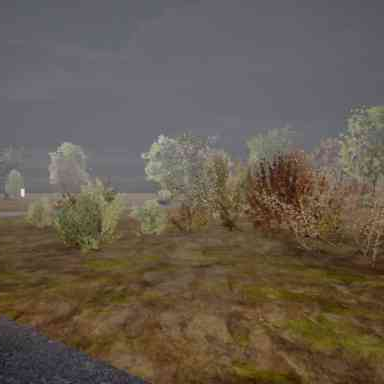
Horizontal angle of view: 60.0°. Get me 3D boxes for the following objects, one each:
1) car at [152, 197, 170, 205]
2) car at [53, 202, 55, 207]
[{"bbox_3d":[-5.632,1.521,54.752,2.128,1.511,4.902,0,0,39],"label":"car"},{"bbox_3d":[-14.966,1.240,42.935,2.150,2.045,5.566,0,0,36],"label":"car"}]
